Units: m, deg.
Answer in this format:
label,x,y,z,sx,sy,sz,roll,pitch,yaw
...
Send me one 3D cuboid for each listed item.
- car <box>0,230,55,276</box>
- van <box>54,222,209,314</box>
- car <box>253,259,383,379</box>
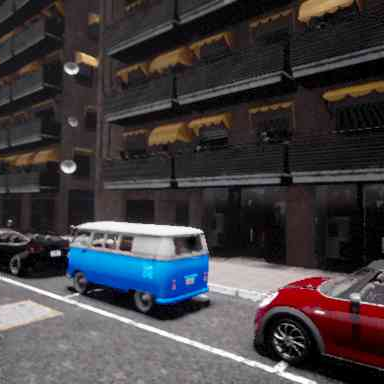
label,x,y,z,sx,sy,sz,roll,pitch,yaw
car,-5.910,1.989,11.721,4.313,1.339,1.947,-1,-3,38
van,-1.488,1.683,8.242,3.998,1.788,1.690,-1,-3,38
car,2.928,1.701,4.747,4.097,1.590,1.967,-1,-3,38
